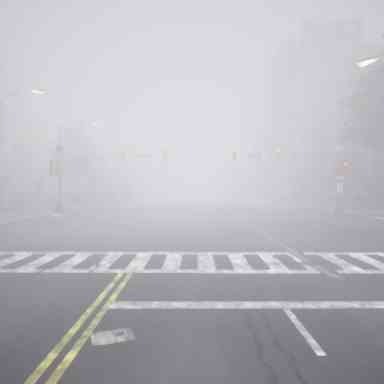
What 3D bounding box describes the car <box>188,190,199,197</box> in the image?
[{"bbox_3d":[0.058,0.596,86.031,2.033,1.411,5.357,0,1,0],"label":"car"}]
